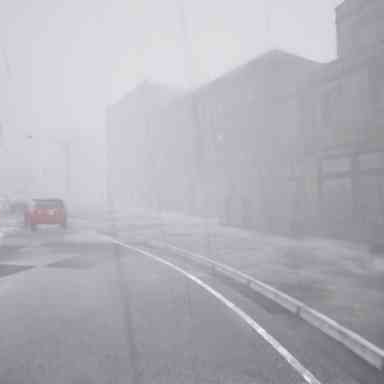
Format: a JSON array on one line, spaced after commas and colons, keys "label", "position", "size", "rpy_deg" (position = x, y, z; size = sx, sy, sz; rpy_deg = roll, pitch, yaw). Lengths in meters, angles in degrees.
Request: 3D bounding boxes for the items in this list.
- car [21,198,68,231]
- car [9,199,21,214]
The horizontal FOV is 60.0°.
[{"label": "car", "position": [-10.194, 1.439, 23.048], "size": [2.150, 2.045, 5.566], "rpy_deg": [0, 0, -32]}, {"label": "car", "position": [-19.391, 1.555, 37.564], "size": [1.882, 1.535, 5.008], "rpy_deg": [0, 2, -32]}]
